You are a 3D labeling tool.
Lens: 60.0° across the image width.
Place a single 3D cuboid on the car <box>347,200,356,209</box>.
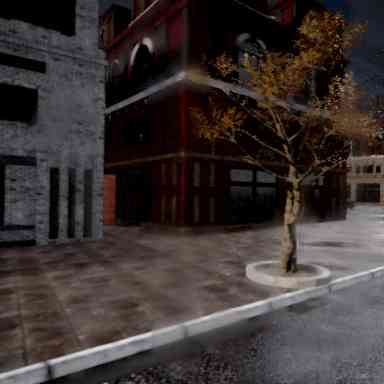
[{"bbox_3d":[20.407,1.656,45.893,2.008,1.369,4.403,1,-1,-29],"label":"car"}]
